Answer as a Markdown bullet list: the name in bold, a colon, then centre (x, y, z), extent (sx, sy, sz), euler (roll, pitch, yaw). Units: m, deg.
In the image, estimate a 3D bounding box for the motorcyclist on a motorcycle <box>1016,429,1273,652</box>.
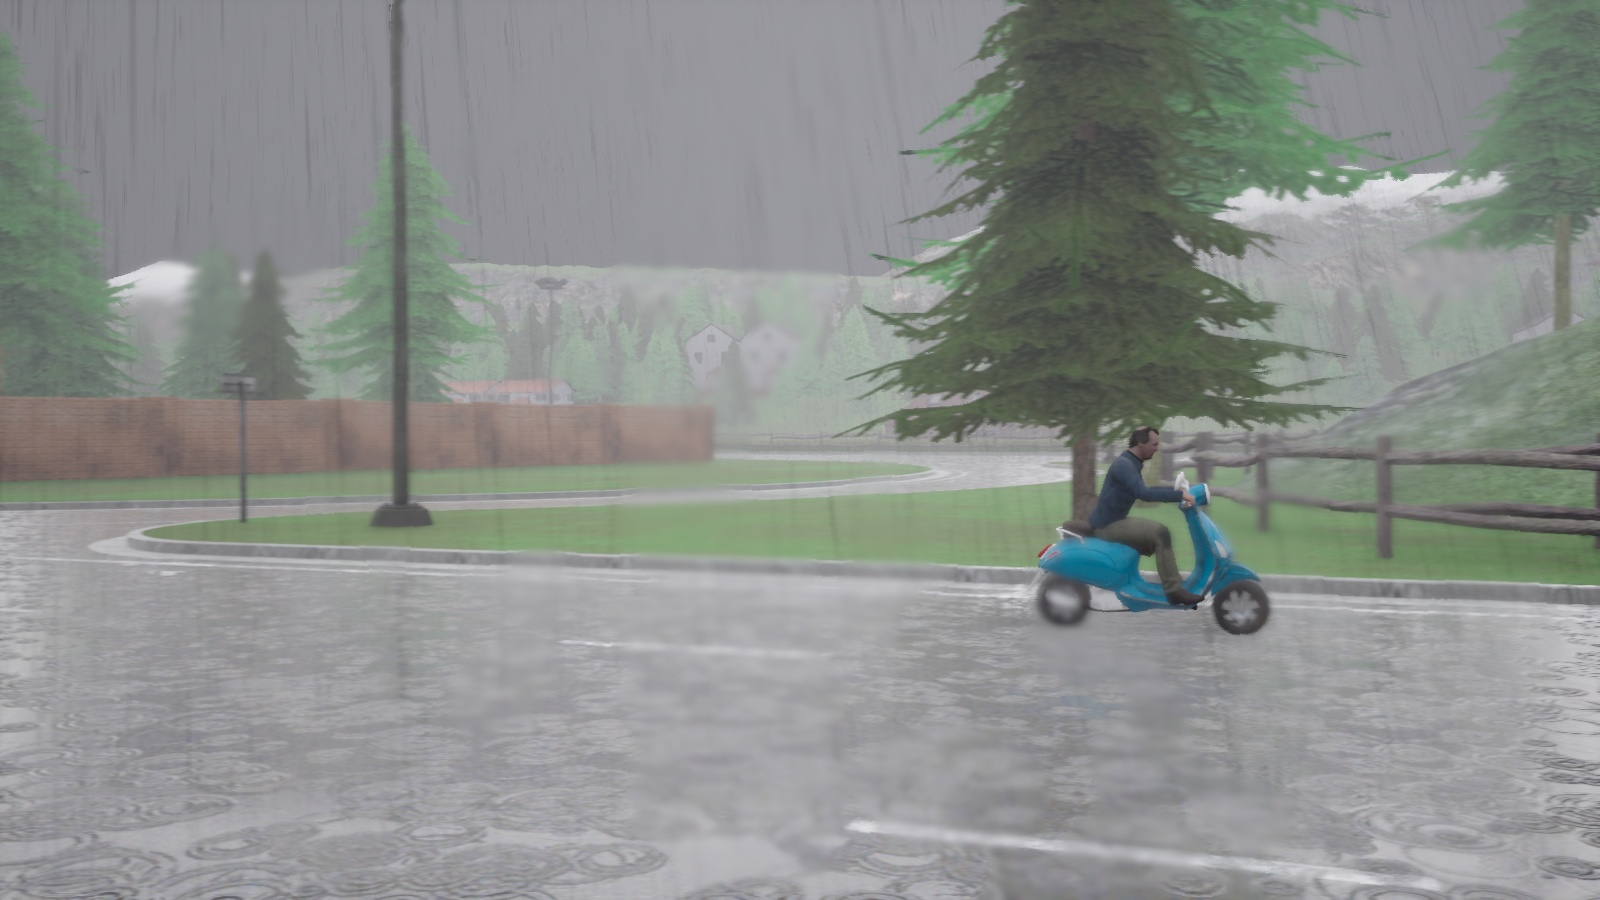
- **motorcyclist on a motorcycle**: centre (2.654, 0.634, 9.684), extent (1.817, 1.590, 0.866), euler (1, 1, 19)
